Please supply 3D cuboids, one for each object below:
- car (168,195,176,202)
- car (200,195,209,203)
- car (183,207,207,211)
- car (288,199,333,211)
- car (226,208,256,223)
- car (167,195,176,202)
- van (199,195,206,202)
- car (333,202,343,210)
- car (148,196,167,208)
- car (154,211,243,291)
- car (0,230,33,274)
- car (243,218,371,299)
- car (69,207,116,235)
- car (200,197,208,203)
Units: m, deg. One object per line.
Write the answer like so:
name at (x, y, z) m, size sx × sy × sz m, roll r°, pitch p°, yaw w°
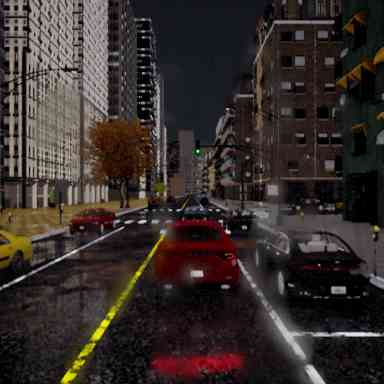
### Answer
car at (-5.612, 1.880, 84.889) m, size 1.947 × 1.339 × 4.313 m, roll 0°, pitch 0°, yaw 0°
car at (2.759, 1.830, 73.835) m, size 1.947 × 1.339 × 4.313 m, roll 0°, pitch 0°, yaw 0°
car at (0.222, 1.668, 22.495) m, size 1.895 × 1.301 × 4.718 m, roll 0°, pitch 0°, yaw 2°
car at (13.462, 1.465, 38.752) m, size 4.403 × 1.369 × 2.008 m, roll -1°, pitch 1°, yaw -1°
car at (2.707, 1.608, 19.356) m, size 2.008 × 1.369 × 4.403 m, roll 0°, pitch 0°, yaw 0°
car at (-5.607, 1.655, 90.412) m, size 2.192 × 1.841 × 5.009 m, roll 0°, pitch 0°, yaw 0°
van at (2.768, 1.655, 84.882) m, size 1.690 × 1.788 × 3.998 m, roll 0°, pitch 0°, yaw 0°
car at (18.859, 1.364, 38.802) m, size 4.829 × 1.417 × 1.752 m, roll -1°, pitch 1°, yaw -1°
car at (-5.643, 1.490, 51.752) m, size 2.192 × 1.841 × 5.009 m, roll 0°, pitch 0°, yaw 0°
car at (0.101, 1.504, 9.137) m, size 1.882 × 1.535 × 5.008 m, roll 0°, pitch 0°, yaw 0°
car at (-5.683, 1.548, 8.128) m, size 1.752 × 1.417 × 4.829 m, roll 0°, pitch 0°, yaw 0°
car at (2.697, 1.574, 8.290) m, size 2.008 × 1.369 × 4.403 m, roll 0°, pitch 0°, yaw 0°
car at (-5.673, 1.602, 19.364) m, size 1.887 × 1.381 × 4.507 m, roll 0°, pitch 0°, yaw 0°
car at (2.764, 1.814, 79.528) m, size 1.752 × 1.417 × 4.829 m, roll 0°, pitch 0°, yaw 0°
